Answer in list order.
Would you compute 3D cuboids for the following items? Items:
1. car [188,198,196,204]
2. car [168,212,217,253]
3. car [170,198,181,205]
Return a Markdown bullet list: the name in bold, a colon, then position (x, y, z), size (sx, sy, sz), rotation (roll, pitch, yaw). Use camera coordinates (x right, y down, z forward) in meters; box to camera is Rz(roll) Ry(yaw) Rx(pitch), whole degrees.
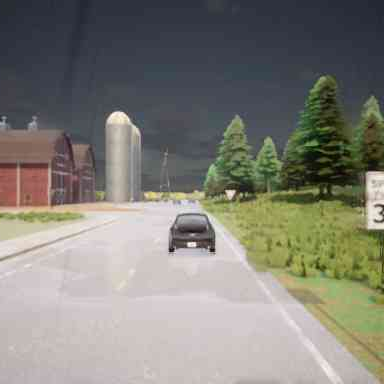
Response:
- **car**: position (-0.004, 2.115, 79.339), size (2.033, 1.411, 5.357), rotation (0, -1, 0)
- **car**: position (0.003, 1.640, 14.299), size (1.837, 1.490, 4.892), rotation (0, 0, 0)
- **car**: position (-3.504, 2.227, 76.822), size (1.812, 1.442, 4.674), rotation (0, -1, 0)
